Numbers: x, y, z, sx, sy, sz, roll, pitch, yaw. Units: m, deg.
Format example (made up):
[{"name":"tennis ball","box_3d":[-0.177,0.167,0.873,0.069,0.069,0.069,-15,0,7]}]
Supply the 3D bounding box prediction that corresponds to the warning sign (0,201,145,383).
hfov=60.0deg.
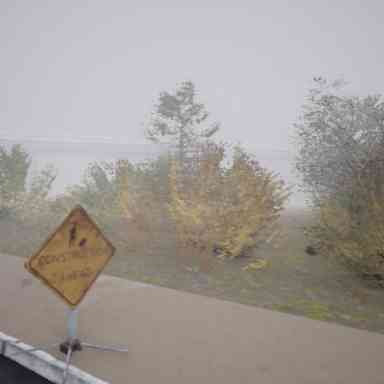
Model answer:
[{"name":"warning sign","box_3d":[-1.461,1.073,4.104,1.060,1.860,1.300,2,0,34]}]
